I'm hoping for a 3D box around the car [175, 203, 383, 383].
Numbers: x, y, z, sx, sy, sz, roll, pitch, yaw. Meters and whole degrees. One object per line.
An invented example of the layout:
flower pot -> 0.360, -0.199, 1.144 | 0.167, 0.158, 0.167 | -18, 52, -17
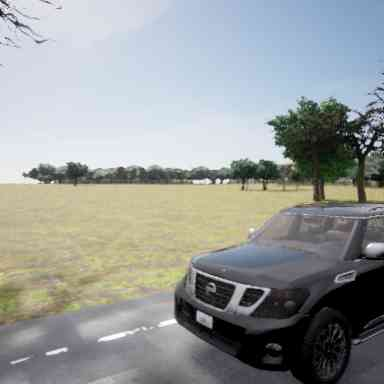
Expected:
car -> 2.416, 1.230, 5.662 | 5.566, 2.045, 2.150 | 1, 0, -35
